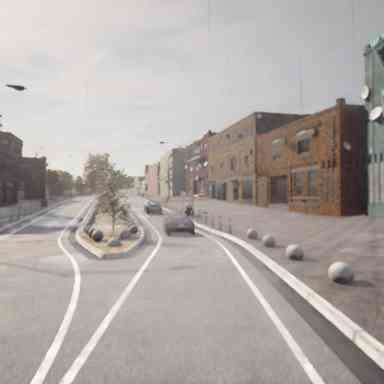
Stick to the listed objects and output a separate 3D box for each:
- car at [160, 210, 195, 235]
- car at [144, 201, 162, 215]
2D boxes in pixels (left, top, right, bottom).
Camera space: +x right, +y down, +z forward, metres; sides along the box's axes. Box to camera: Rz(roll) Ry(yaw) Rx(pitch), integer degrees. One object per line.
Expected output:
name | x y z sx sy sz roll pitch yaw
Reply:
car | -1.014 2.228 23.505 1.994 1.385 4.181 0 -2 -9
car | -4.754 1.860 40.406 2.128 1.511 4.902 0 1 -14
